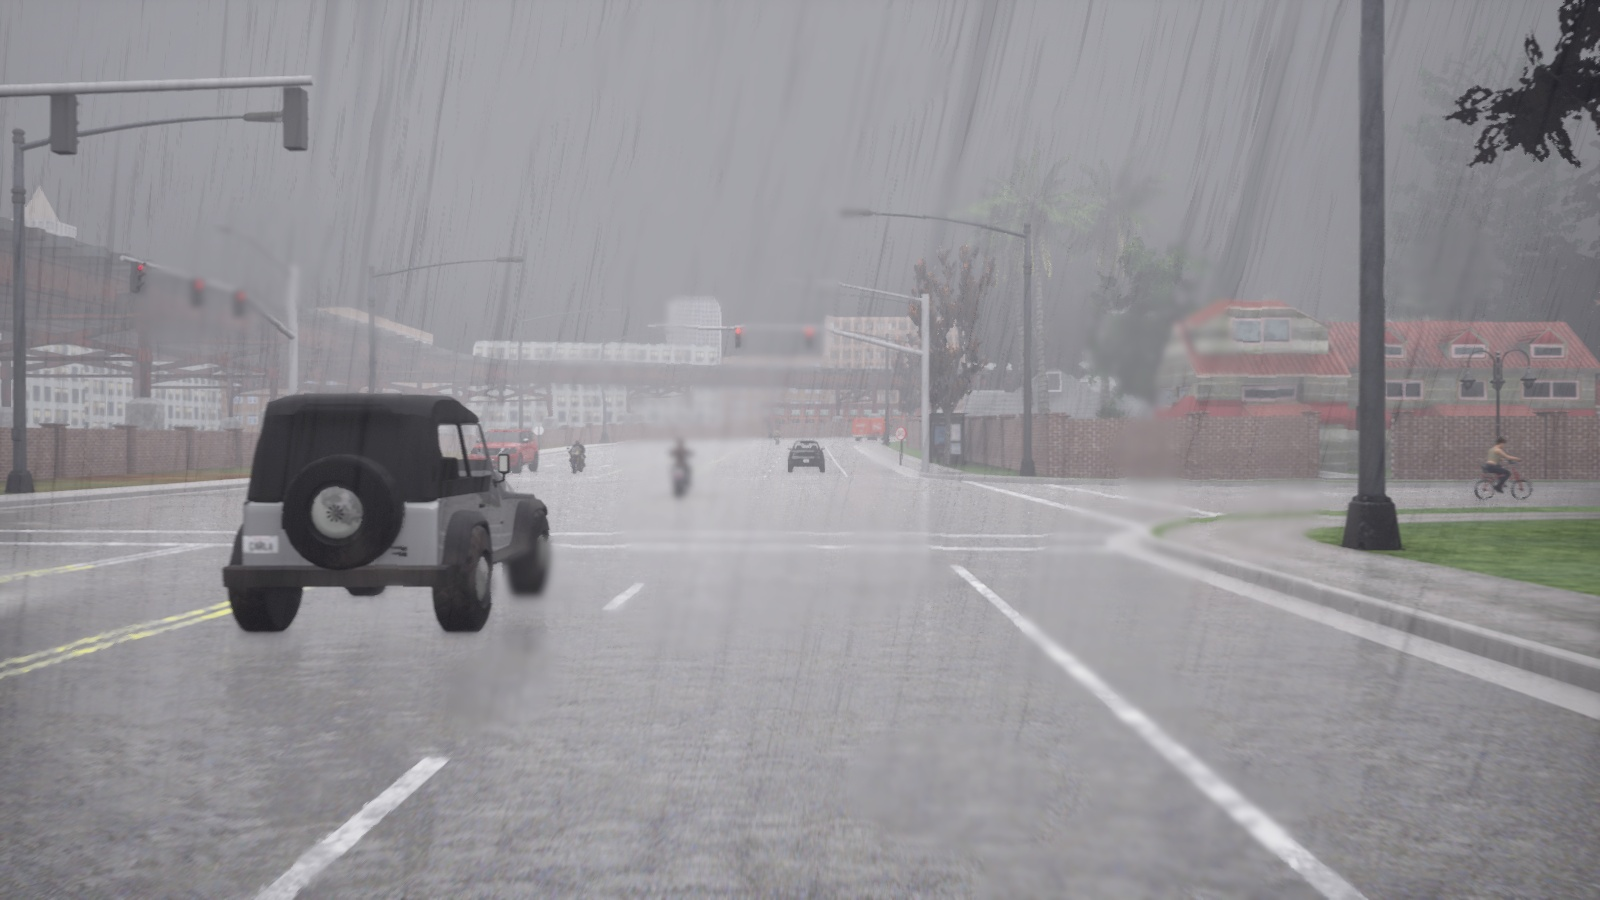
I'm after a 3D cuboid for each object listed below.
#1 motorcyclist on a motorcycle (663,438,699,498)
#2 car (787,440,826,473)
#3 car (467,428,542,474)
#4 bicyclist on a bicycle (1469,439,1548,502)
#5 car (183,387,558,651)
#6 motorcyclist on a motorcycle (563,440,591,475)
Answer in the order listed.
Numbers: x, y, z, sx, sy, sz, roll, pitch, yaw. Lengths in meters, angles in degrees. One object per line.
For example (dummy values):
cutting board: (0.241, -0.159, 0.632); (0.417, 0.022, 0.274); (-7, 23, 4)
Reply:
motorcyclist on a motorcycle: (-3.318, 0.483, 35.198); (0.766, 1.649, 2.350); (0, 0, 0)
car: (0.302, 0.269, 60.264); (1.816, 1.474, 4.193); (0, 1, 0)
car: (-13.706, -0.005, 58.573); (2.150, 2.045, 5.566); (0, 1, 0)
bicyclist on a bicycle: (18.174, 0.518, 32.233); (1.509, 1.612, 0.866); (0, 0, -2)
car: (-3.432, 0.479, 10.875); (1.905, 1.878, 3.866); (0, 0, 0)
motorcyclist on a motorcycle: (-10.212, 0.327, 57.624); (0.866, 1.530, 2.191); (0, 1, 0)
